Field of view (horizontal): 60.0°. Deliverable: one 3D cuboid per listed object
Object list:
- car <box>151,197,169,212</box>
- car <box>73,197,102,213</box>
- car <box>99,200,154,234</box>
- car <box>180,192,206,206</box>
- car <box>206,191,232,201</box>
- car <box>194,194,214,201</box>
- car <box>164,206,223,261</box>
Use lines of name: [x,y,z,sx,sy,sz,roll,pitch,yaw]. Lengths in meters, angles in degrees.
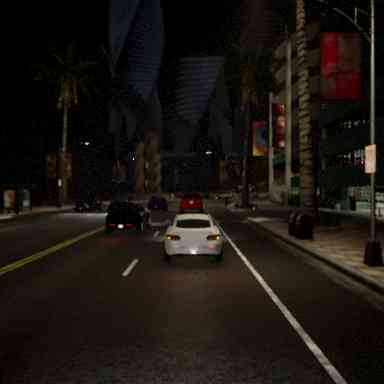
car: [-3.555,1.291,35.507,1.882,1.535,5.008,0,0,0]
car: [-10.679,1.330,34.333,1.837,1.490,4.892,0,0,1]
car: [-3.483,1.408,18.609,1.837,1.490,4.892,0,0,0]
car: [-0.049,1.045,33.043,2.150,2.045,5.566,0,0,0]
car: [6.351,0.811,72.174,5.566,2.045,2.150,0,0,-43]
car: [2.658,1.130,73.498,1.812,1.442,4.674,0,0,43]
car: [0.037,1.462,11.868,1.812,1.442,4.674,0,0,0]
